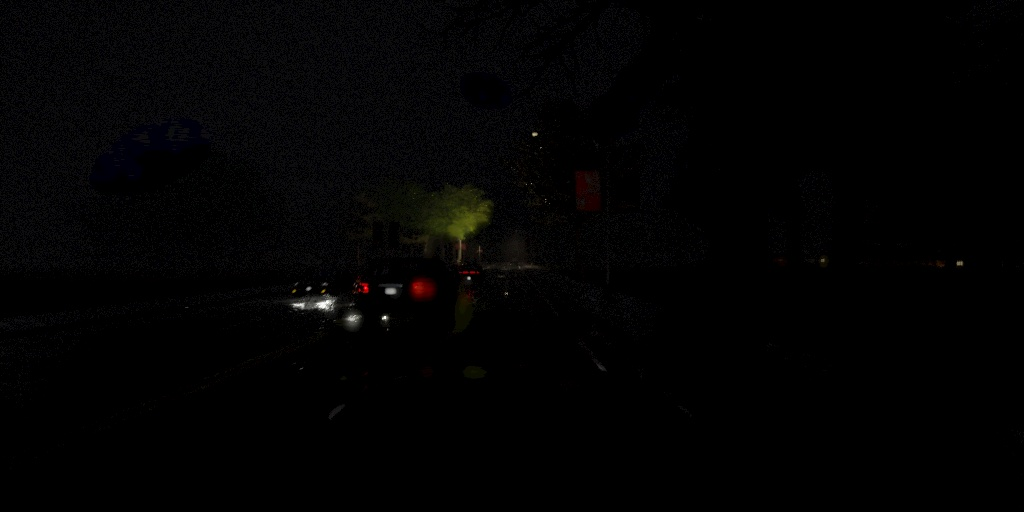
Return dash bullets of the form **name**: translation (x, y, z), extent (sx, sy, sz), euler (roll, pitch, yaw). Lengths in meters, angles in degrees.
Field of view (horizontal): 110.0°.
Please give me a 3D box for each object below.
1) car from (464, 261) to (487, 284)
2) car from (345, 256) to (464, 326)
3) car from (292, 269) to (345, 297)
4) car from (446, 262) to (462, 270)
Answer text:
- **car**: translation (-3.155, 1.387, 28.636), extent (1.837, 1.490, 4.892), euler (0, 0, 0)
- **car**: translation (-3.152, 1.022, 12.003), extent (2.150, 2.045, 5.566), euler (0, 0, 0)
- **car**: translation (-9.852, 1.400, 19.359), extent (1.994, 1.385, 4.181), euler (0, 0, 0)
- **car**: translation (-9.794, 1.655, 60.685), extent (1.895, 1.301, 4.718), euler (0, 0, 1)
